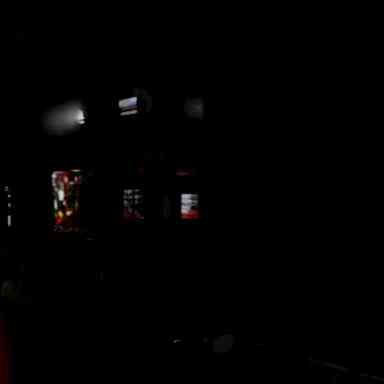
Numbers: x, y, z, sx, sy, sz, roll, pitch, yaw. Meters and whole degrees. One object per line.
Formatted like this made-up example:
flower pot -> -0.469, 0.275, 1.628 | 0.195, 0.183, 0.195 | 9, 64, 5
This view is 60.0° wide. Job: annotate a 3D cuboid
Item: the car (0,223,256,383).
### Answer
car -> -1.693, 1.317, 4.064 | 5.009, 1.841, 2.192 | 0, 0, 35
